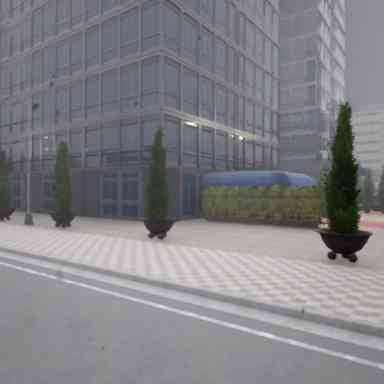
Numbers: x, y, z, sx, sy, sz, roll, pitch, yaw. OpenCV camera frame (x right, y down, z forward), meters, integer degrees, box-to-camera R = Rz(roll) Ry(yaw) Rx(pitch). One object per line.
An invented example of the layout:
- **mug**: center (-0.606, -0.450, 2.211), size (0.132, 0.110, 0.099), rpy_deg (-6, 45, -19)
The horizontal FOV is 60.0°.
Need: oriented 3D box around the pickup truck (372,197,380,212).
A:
- **pickup truck**: center (20.414, 1.030, 36.146), size (6.274, 2.098, 2.390), rpy_deg (0, 0, -24)
